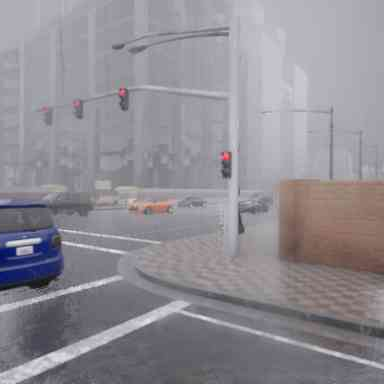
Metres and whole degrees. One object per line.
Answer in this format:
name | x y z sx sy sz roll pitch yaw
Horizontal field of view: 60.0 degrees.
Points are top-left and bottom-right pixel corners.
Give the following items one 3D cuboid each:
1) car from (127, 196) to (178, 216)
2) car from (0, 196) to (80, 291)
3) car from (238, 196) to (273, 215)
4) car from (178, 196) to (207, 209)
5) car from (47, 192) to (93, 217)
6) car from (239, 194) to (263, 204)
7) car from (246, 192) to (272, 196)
car | -3.822 1.202 30.842 2.097 1.767 4.553 1 0 36
car | -5.303 1.160 7.767 5.566 2.045 2.150 1 0 36
car | 5.839 1.427 31.953 1.812 1.442 4.674 1 0 36
car | 0.083 1.330 42.236 1.837 1.490 4.892 0 0 36
car | -10.754 1.043 27.216 2.150 2.045 5.566 1 1 36
car | 9.899 1.158 55.685 2.128 1.511 4.902 1 0 36
car | 10.330 1.074 50.359 2.150 2.045 5.566 1 0 36
